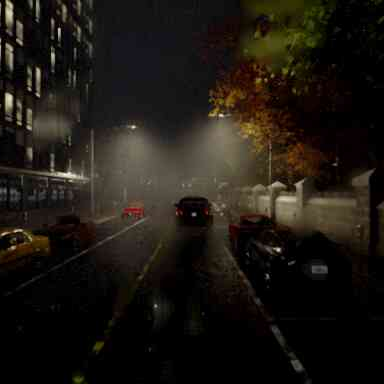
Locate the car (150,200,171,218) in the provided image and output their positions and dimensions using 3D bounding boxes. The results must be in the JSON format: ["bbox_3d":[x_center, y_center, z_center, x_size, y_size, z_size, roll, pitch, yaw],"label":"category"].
[{"bbox_3d":[-2.767,1.694,31.211,1.994,1.385,4.181,0,0,0],"label":"car"}]

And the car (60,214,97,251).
[{"bbox_3d":[-5.315,1.643,14.311,1.802,1.307,4.206,0,0,0],"label":"car"}]

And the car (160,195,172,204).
[{"bbox_3d":[-5.387,1.587,69.759,2.192,1.841,5.009,0,0,0],"label":"car"}]

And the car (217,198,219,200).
[{"bbox_3d":[2.564,1.695,36.489,1.887,1.381,4.507,0,0,0],"label":"car"}]

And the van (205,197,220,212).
[{"bbox_3d":[2.564,1.513,42.036,1.690,1.788,3.998,0,0,0],"label":"van"}]

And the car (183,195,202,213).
[{"bbox_3d":[0.099,1.387,40.602,2.150,2.045,5.566,0,0,0],"label":"car"}]

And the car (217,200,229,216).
[{"bbox_3d":[2.565,1.679,30.944,2.008,1.369,4.403,0,0,0],"label":"car"}]

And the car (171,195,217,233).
[{"bbox_3d":[0.101,1.310,20.559,2.150,2.045,5.566,0,0,0],"label":"car"}]

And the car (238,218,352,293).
[{"bbox_3d":[2.566,1.604,8.763,1.947,1.339,4.313,0,0,0],"label":"car"}]

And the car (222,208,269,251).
[{"bbox_3d":[2.566,1.606,14.308,1.887,1.381,4.507,0,0,0],"label":"car"}]

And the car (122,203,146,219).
[{"bbox_3d":[-5.316,1.673,30.946,1.887,1.381,4.507,0,0,0],"label":"car"}]

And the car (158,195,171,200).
[{"bbox_3d":[-5.317,1.673,58.672,1.967,1.590,4.097,0,0,0],"label":"car"}]

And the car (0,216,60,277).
[{"bbox_3d":[-5.315,1.562,8.597,1.752,1.417,4.829,0,0,0],"label":"car"}]
